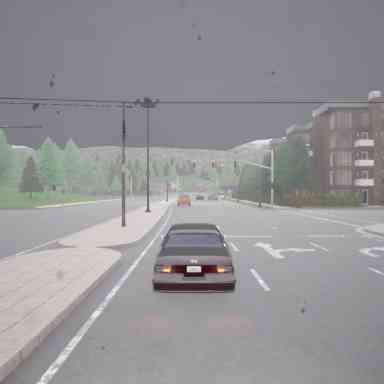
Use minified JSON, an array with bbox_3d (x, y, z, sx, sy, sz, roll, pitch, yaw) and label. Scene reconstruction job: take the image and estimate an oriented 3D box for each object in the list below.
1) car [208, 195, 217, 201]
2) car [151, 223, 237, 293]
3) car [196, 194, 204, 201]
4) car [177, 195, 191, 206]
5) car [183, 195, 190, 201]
[{"bbox_3d":[5.543,1.539,85.587,2.033,1.411,5.357,0,0,0],"label":"car"},{"bbox_3d":[0.048,1.547,8.975,2.033,1.411,5.357,0,0,0],"label":"car"},{"bbox_3d":[2.043,1.477,85.582,1.882,1.535,5.008,0,0,0],"label":"car"},{"bbox_3d":[-1.317,1.352,54.721,2.097,1.767,4.553,0,0,-1],"label":"car"},{"bbox_3d":[-1.457,1.523,85.546,1.812,1.442,4.674,0,0,0],"label":"car"}]
